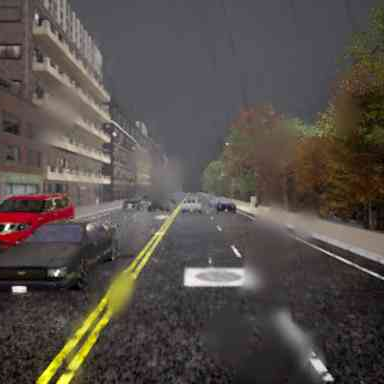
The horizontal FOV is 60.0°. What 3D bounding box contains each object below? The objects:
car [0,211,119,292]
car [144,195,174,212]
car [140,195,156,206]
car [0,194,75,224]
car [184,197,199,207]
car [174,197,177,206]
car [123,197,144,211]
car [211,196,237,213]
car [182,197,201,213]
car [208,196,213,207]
[{"bbox_3d":[-3.362,1.493,9.136,2.033,1.411,5.357,0,0,0],"label":"car"},{"bbox_3d":[-3.328,1.147,34.566,2.097,1.767,4.553,0,0,0],"label":"car"},{"bbox_3d":[-6.562,1.237,49.767,1.812,1.442,4.674,0,0,0],"label":"car"},{"bbox_3d":[-6.614,1.134,13.731,2.150,2.045,5.566,0,1,0],"label":"car"},{"bbox_3d":[-0.030,1.330,45.919,1.895,1.301,4.718,0,0,0],"label":"car"},{"bbox_3d":[-3.312,1.315,49.741,1.895,1.301,4.718,0,0,0],"label":"car"},{"bbox_3d":[-6.551,1.273,37.633,2.128,1.511,4.902,0,0,0],"label":"car"},{"bbox_3d":[3.209,1.405,33.105,1.895,1.301,4.718,0,0,0],"label":"car"},{"bbox_3d":[-0.039,1.404,33.406,1.895,1.301,4.718,0,0,0],"label":"car"},{"bbox_3d":[3.208,1.283,44.736,2.033,1.411,5.357,0,0,1],"label":"car"}]
